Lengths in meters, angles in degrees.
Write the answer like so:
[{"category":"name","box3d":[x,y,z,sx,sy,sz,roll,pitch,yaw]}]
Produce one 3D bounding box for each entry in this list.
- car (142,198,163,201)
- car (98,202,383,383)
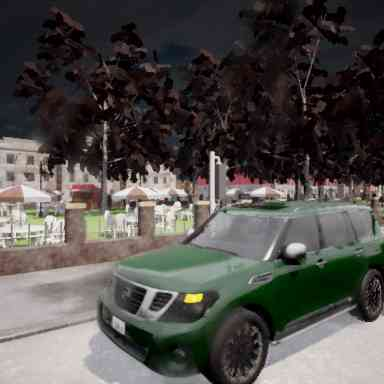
[{"category":"car","box3d":[-7.002,1.352,56.078,4.553,1.767,2.097,0,0,-38]},{"category":"car","box3d":[1.302,1.222,5.648,5.566,2.045,2.150,0,0,-38]}]
